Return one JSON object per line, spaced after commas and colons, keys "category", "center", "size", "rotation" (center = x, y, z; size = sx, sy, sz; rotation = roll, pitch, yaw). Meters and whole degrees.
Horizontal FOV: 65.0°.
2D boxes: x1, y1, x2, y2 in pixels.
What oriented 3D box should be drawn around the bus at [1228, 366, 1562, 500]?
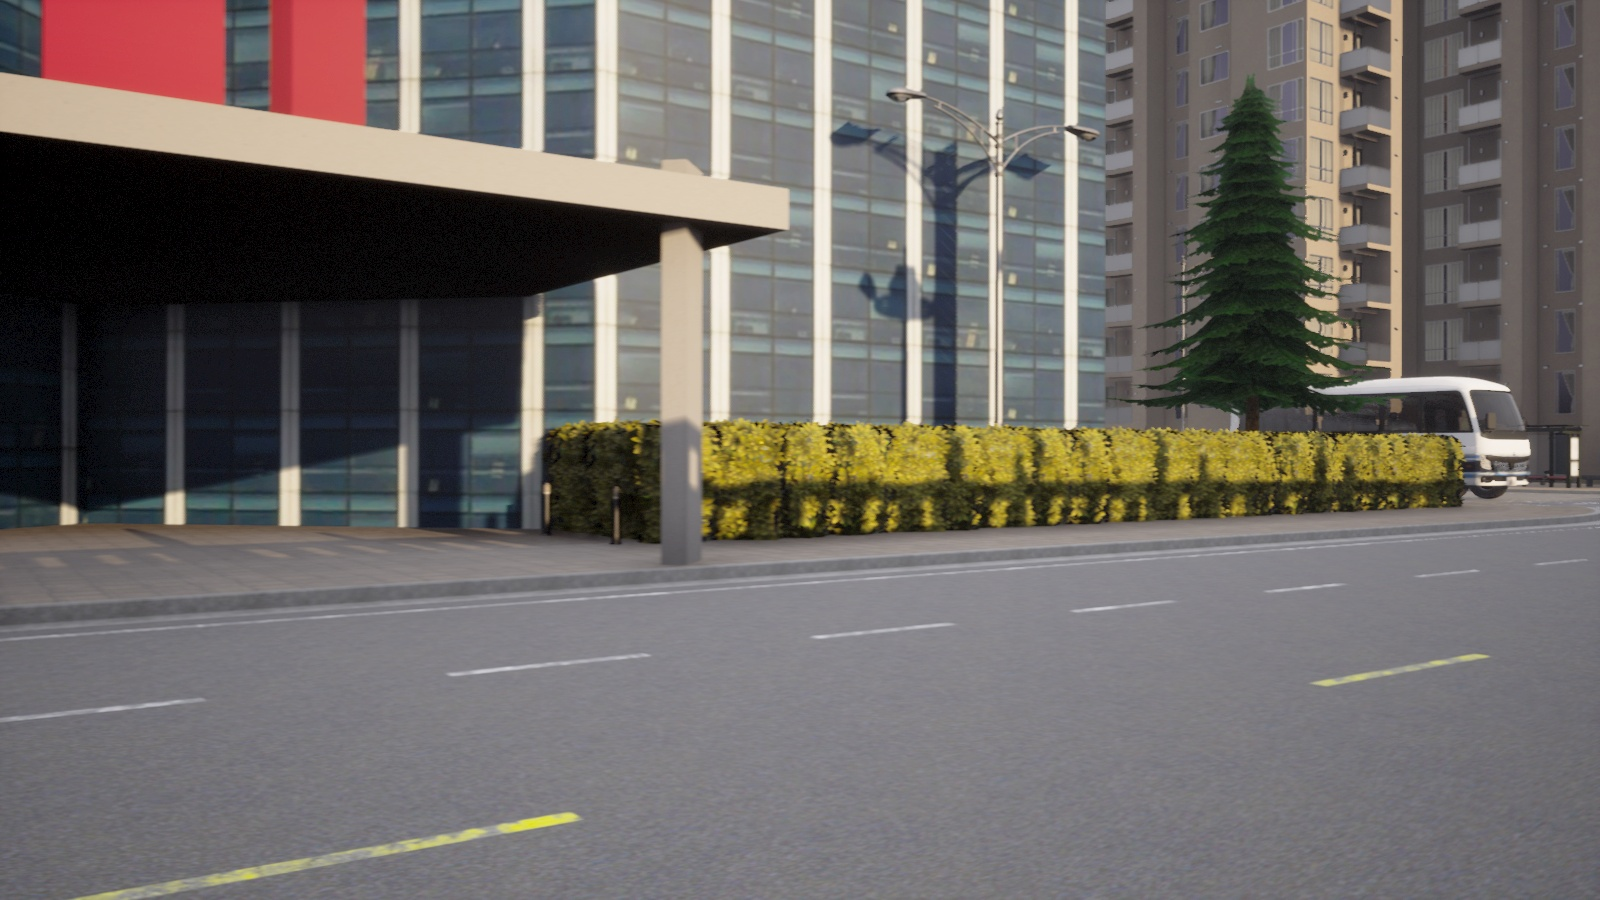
{"category": "bus", "center": [21.010, -0.510, 45.219], "size": [3.944, 4.253, 10.273], "rotation": [0, 0, -35]}
